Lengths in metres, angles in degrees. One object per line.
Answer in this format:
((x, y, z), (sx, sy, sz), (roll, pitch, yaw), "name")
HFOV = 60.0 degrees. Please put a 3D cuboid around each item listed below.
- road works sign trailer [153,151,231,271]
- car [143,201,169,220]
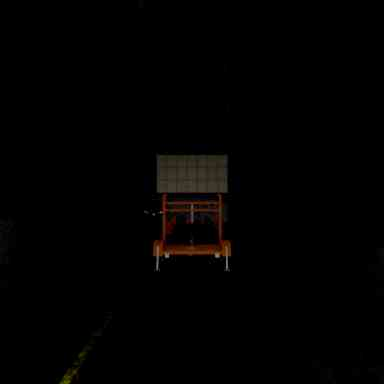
((0.007, 0.466, 10.942), (2.380, 3.560, 2.880), (0, 0, 0), "road works sign trailer")
((-2.979, 1.518, 28.382), (1.837, 1.490, 4.892), (0, 0, 0), "car")
